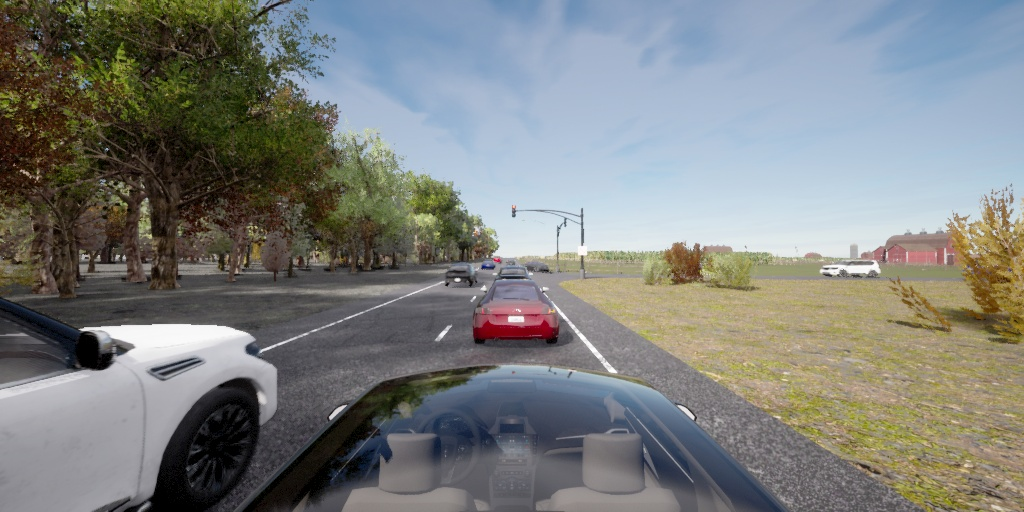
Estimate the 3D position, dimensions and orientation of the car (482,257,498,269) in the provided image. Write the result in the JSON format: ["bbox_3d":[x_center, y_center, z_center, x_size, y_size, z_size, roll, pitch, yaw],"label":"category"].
[{"bbox_3d":[-3.581,1.319,55.263,1.994,1.385,4.181,0,0,0],"label":"car"}]

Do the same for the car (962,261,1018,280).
[{"bbox_3d":[50.587,1.522,37.372,5.566,2.045,2.150,1,-1,1],"label":"car"}]

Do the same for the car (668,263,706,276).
[{"bbox_3d":[20.246,1.507,41.016,5.008,1.535,1.882,1,-1,0],"label":"car"}]

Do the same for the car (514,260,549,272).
[{"bbox_3d":[2.809,1.357,46.086,1.994,1.385,4.181,0,2,-42],"label":"car"}]

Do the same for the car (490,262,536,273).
[{"bbox_3d":[0.049,1.259,18.550,1.837,1.490,4.892,0,0,0],"label":"car"}]

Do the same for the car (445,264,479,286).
[{"bbox_3d":[-3.479,1.260,25.258,1.837,1.490,4.892,0,0,0],"label":"car"}]

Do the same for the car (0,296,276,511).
[{"bbox_3d":[-3.395,0.971,1.153,2.150,2.045,5.566,0,0,0],"label":"car"}]

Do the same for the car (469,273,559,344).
[{"bbox_3d":[0.075,1.316,9.638,1.994,1.385,4.181,0,0,0],"label":"car"}]

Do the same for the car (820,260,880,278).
[{"bbox_3d":[38.633,1.453,40.991,5.566,2.045,2.150,1,-1,0],"label":"car"}]
